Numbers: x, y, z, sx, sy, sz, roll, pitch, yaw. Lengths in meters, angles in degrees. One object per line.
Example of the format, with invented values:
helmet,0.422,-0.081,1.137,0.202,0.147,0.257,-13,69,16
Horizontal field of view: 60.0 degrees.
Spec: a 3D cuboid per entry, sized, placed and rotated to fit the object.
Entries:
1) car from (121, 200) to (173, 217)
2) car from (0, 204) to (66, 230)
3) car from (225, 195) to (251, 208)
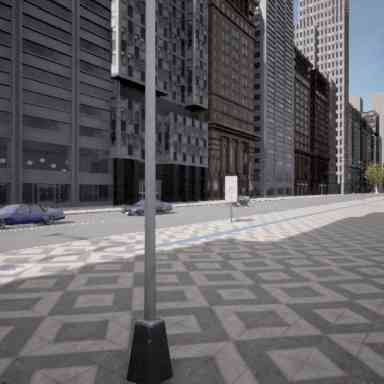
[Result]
car,-3.956,1.389,30.365,2.033,1.411,5.357,0,1,36
car,-10.738,1.462,20.979,2.033,1.411,5.357,0,0,36
car,6.149,1.236,44.290,1.837,1.490,4.892,0,0,36
